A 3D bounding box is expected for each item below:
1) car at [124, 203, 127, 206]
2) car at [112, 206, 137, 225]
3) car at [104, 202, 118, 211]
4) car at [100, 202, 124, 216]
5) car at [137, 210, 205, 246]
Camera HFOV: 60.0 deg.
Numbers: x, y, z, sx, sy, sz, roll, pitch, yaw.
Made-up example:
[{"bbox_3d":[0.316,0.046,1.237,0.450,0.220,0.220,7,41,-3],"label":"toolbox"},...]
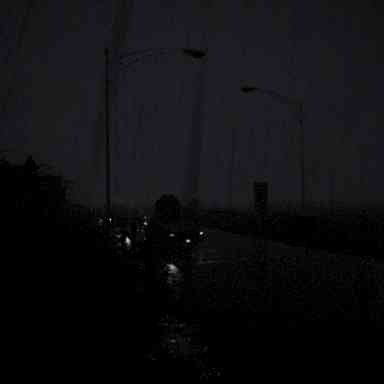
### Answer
[{"bbox_3d":[-10.767,2.343,49.777,1.882,1.535,5.008,-1,-1,-21],"label":"car"},{"bbox_3d":[-4.985,2.076,27.040,1.895,1.301,4.718,-1,-1,-22],"label":"car"},{"bbox_3d":[-14.403,2.545,58.988,1.837,1.490,4.892,-1,-1,-21],"label":"car"},{"bbox_3d":[-9.769,2.201,39.239,2.128,1.511,4.902,-1,-1,-21],"label":"car"},{"bbox_3d":[-1.139,1.834,17.256,2.033,1.411,5.357,-1,-1,-21],"label":"car"}]
